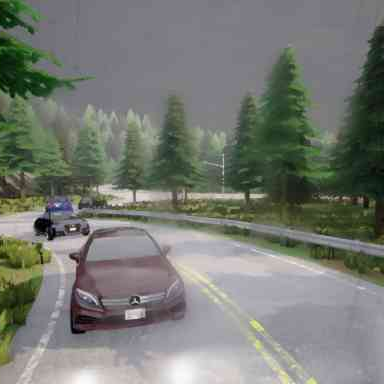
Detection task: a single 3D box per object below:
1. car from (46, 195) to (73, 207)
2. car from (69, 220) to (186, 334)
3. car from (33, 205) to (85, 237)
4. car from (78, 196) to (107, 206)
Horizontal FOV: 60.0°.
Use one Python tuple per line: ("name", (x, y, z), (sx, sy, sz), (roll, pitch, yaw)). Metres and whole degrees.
("car", (-12.832, 1.326, 32.224), (2.150, 2.045, 5.566), (-1, 0, -18))
("car", (-1.515, 1.523, 7.060), (1.812, 1.442, 4.674), (-2, 0, -17))
("car", (-7.037, 1.664, 17.763), (1.994, 1.385, 4.181), (-4, 2, -38))
("car", (-12.678, 1.289, 42.810), (2.097, 1.767, 4.553), (2, 2, 13))
